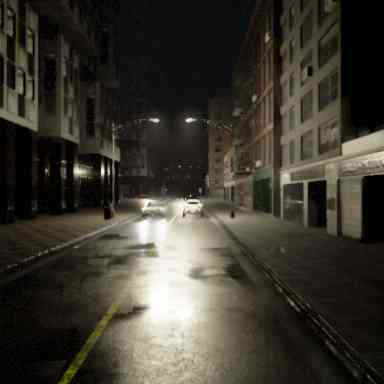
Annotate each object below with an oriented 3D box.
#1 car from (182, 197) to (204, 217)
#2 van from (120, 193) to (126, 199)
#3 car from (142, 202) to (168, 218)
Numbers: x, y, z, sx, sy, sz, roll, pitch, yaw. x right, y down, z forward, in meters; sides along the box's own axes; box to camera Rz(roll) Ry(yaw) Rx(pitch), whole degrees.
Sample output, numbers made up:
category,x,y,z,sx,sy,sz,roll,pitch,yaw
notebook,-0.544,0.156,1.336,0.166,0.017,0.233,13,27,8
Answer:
category,x,y,z,sx,sy,sz,roll,pitch,yaw
car,0.100,1.423,30.040,1.812,1.442,4.674,0,0,0
van,-20.114,1.129,87.448,3.998,1.788,1.690,0,0,0
car,-3.097,1.503,28.526,1.895,1.301,4.718,0,0,0
